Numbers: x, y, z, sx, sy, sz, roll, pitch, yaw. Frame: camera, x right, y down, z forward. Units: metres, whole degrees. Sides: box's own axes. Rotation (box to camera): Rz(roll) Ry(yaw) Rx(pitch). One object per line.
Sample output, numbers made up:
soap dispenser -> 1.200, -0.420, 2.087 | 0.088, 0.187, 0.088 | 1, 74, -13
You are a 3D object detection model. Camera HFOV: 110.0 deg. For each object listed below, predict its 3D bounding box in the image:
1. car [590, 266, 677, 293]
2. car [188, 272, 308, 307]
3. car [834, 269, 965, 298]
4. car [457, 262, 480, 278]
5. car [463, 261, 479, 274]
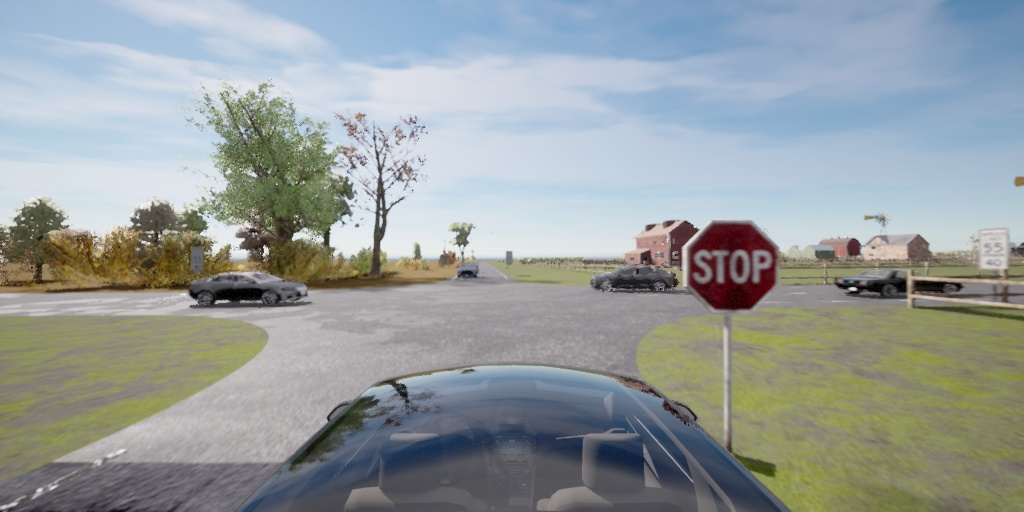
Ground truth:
car -> 7.153, 1.345, 21.393 | 4.892, 1.490, 1.837 | -1, 1, 11
car -> -12.266, 1.495, 16.844 | 4.902, 1.511, 2.128 | -1, 0, 0
car -> 18.802, 1.292, 17.497 | 4.718, 1.301, 1.895 | -1, 0, -1
car -> -4.934, 1.488, 39.975 | 2.097, 1.767, 4.553 | 0, -1, -5
car -> -5.968, 1.619, 52.722 | 2.097, 1.767, 4.553 | 0, -1, -4
